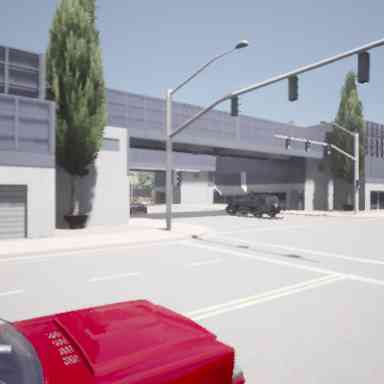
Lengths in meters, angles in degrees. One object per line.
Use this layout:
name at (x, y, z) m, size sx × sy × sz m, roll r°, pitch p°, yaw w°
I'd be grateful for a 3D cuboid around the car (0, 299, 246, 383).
car at (-1.843, 1.601, 2.500) m, size 4.718 × 1.301 × 1.895 m, roll 0°, pitch 0°, yaw -35°

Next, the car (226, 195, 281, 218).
car at (5.636, 1.286, 30.904) m, size 2.150 × 2.045 × 5.566 m, roll 0°, pitch 0°, yaw -38°

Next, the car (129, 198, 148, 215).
car at (-6.430, 1.400, 34.906) m, size 2.097 × 1.767 × 4.553 m, roll 0°, pitch 0°, yaw -36°
